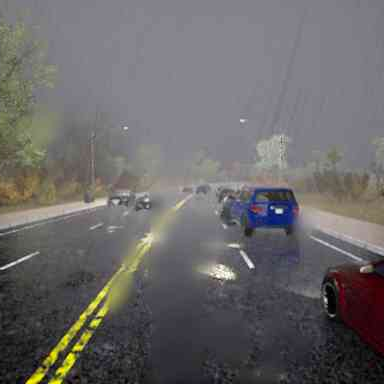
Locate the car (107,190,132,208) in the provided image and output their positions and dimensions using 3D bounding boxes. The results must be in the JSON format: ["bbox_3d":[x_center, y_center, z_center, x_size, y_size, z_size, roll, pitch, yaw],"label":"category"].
[{"bbox_3d":[-6.258,0.576,30.065,2.128,1.511,4.902,0,2,2],"label":"car"}]

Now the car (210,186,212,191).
[{"bbox_3d":[3.387,-0.983,77.179,1.837,1.490,4.892,0,2,6],"label":"car"}]

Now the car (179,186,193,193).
[{"bbox_3d":[-0.850,-0.508,66.525,1.895,1.301,4.718,0,2,5],"label":"car"}]

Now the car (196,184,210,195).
[{"bbox_3d":[1.676,-0.329,58.047,1.837,1.490,4.892,0,2,5],"label":"car"}]

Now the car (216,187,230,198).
[{"bbox_3d":[4.356,0.002,47.778,1.837,1.490,4.892,0,2,3],"label":"car"}]

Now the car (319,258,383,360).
[{"bbox_3d":[3.214,1.433,4.118,1.994,1.385,4.181,0,2,0],"label":"car"}]

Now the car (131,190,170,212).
[{"bbox_3d":[-3.131,0.778,25.754,1.994,1.385,4.181,0,2,1],"label":"car"}]

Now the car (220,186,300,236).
[{"bbox_3d":[3.054,0.747,15.466,2.150,2.045,5.566,0,2,-6],"label":"car"}]

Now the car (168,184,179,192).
[{"bbox_3d":[-3.744,-0.892,70.667,2.097,1.767,4.553,0,2,5],"label":"car"}]

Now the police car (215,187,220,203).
[{"bbox_3d":[3.821,0.274,36.978,1.930,1.638,5.238,0,2,2],"label":"police car"}]
